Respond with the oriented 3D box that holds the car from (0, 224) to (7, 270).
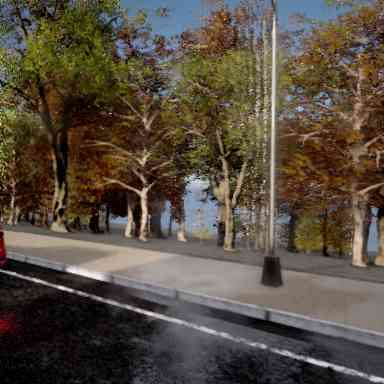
[{"bbox_3d":[-7.067,1.187,8.727,5.566,2.045,2.150,0,0,35],"label":"car"}]
